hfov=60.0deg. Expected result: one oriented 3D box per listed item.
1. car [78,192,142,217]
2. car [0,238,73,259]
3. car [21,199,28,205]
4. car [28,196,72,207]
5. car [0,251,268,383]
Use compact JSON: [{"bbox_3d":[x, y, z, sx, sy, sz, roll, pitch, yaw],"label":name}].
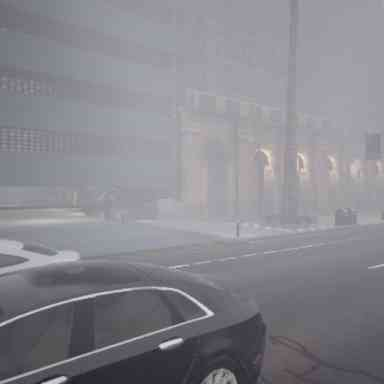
[{"bbox_3d":[-7.097,1.029,29.324,5.566,2.045,2.435,0,0,-36],"label":"car"},{"bbox_3d":[-4.102,1.526,5.366,4.674,1.442,1.812,0,0,-35],"label":"car"},{"bbox_3d":[-24.934,1.413,53.572,4.786,1.482,2.161,0,0,-36],"label":"car"},{"bbox_3d":[-18.528,1.463,43.891,4.718,1.301,1.895,0,0,-36],"label":"car"},{"bbox_3d":[-1.428,1.505,2.972,4.892,1.490,1.837,0,0,-36],"label":"car"}]
